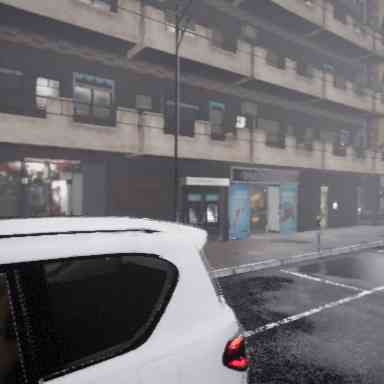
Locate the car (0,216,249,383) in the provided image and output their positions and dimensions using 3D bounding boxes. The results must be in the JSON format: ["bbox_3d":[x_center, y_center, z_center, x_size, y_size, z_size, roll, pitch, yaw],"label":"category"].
[{"bbox_3d":[-2.176,1.222,1.519,5.566,2.045,2.150,0,0,-35],"label":"car"}]
